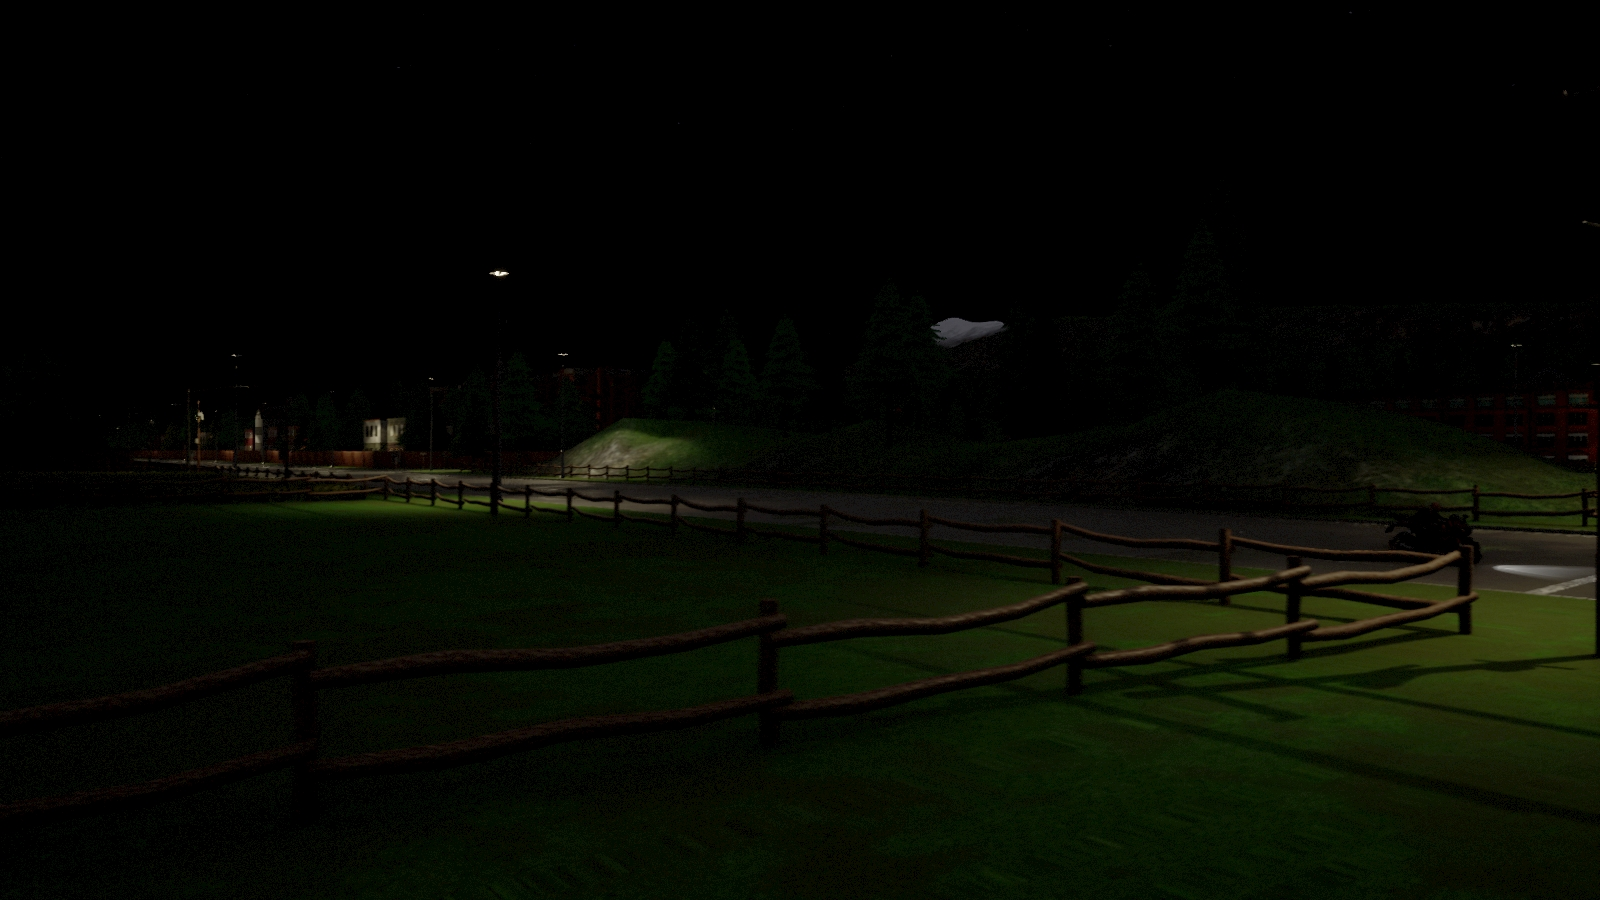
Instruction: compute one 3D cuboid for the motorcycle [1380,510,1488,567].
[{"bbox_3d":[15.831,2.196,28.585,0.867,1.251,2.209,0,0,-36],"label":"motorcycle"}]
